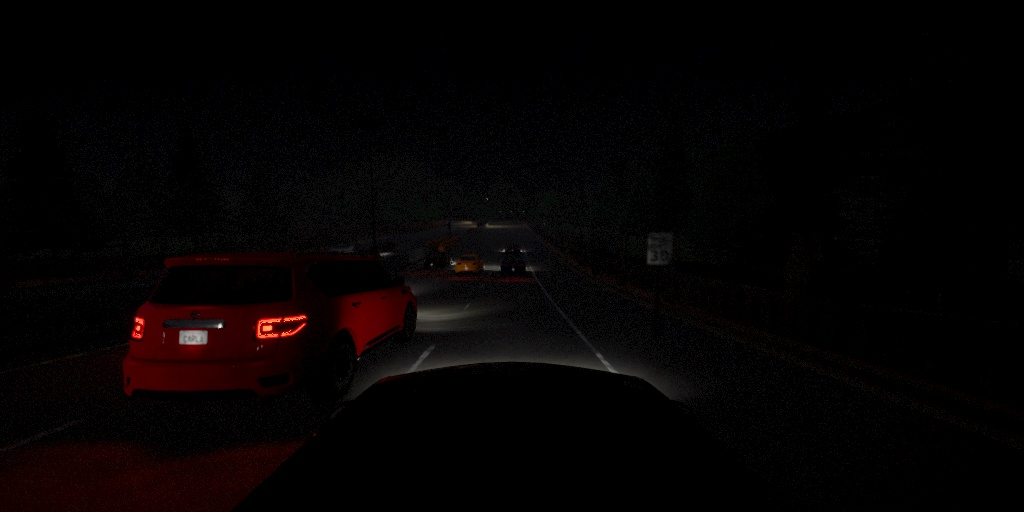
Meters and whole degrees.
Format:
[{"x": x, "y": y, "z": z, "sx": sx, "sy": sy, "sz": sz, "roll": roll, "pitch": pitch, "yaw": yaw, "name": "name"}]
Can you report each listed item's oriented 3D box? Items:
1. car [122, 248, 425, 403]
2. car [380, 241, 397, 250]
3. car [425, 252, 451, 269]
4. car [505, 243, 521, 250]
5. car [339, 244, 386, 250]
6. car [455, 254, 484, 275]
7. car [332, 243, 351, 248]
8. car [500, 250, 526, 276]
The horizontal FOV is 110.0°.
[{"x": -3.402, "y": 0.971, "z": 6.511, "sx": 2.150, "sy": 2.045, "sz": 5.566, "roll": 0, "pitch": 0, "yaw": 0, "name": "car"}, {"x": -17.558, "y": -1.409, "z": 49.717, "sx": 2.033, "sy": 1.411, "sz": 5.357, "roll": 0, "pitch": 7, "yaw": 1, "name": "car"}, {"x": -6.912, "y": 0.357, "z": 33.188, "sx": 1.812, "sy": 1.442, "sz": 4.674, "roll": 0, "pitch": 5, "yaw": 0, "name": "car"}, {"x": 0.100, "y": -0.951, "z": 45.914, "sx": 1.994, "sy": 1.385, "sz": 4.181, "roll": 0, "pitch": 7, "yaw": 0, "name": "car"}, {"x": -14.104, "y": 0.109, "z": 34.037, "sx": 2.097, "sy": 1.767, "sz": 4.553, "roll": 0, "pitch": 5, "yaw": 0, "name": "car"}, {"x": -3.410, "y": 0.607, "z": 29.301, "sx": 1.882, "sy": 1.535, "sz": 5.008, "roll": 0, "pitch": 4, "yaw": 0, "name": "car"}, {"x": -21.063, "y": -0.819, "z": 44.443, "sx": 1.812, "sy": 1.442, "sz": 4.674, "roll": 0, "pitch": 7, "yaw": 1, "name": "car"}, {"x": 0.090, "y": 0.667, "z": 28.397, "sx": 1.882, "sy": 1.535, "sz": 5.008, "roll": 0, "pitch": 4, "yaw": 0, "name": "car"}]
